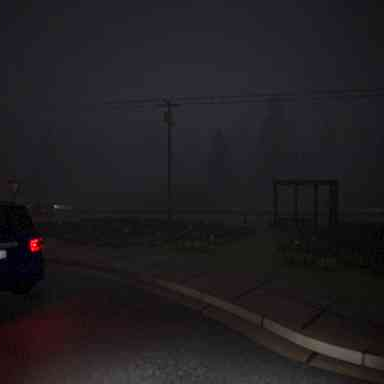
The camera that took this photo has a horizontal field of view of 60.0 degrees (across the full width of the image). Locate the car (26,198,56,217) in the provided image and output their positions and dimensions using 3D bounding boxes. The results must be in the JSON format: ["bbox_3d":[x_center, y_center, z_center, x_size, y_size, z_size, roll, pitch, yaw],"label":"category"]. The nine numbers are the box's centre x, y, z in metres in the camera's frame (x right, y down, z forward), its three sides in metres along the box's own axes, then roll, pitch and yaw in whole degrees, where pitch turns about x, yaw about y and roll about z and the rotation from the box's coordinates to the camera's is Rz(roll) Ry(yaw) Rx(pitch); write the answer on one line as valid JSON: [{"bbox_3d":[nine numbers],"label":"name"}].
[{"bbox_3d":[-14.184,1.425,31.067,1.882,1.535,5.008,2,-1,-31],"label":"car"}]

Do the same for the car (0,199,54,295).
[{"bbox_3d":[-5.552,1.207,7.536,5.566,2.045,2.150,0,0,38],"label":"car"}]
